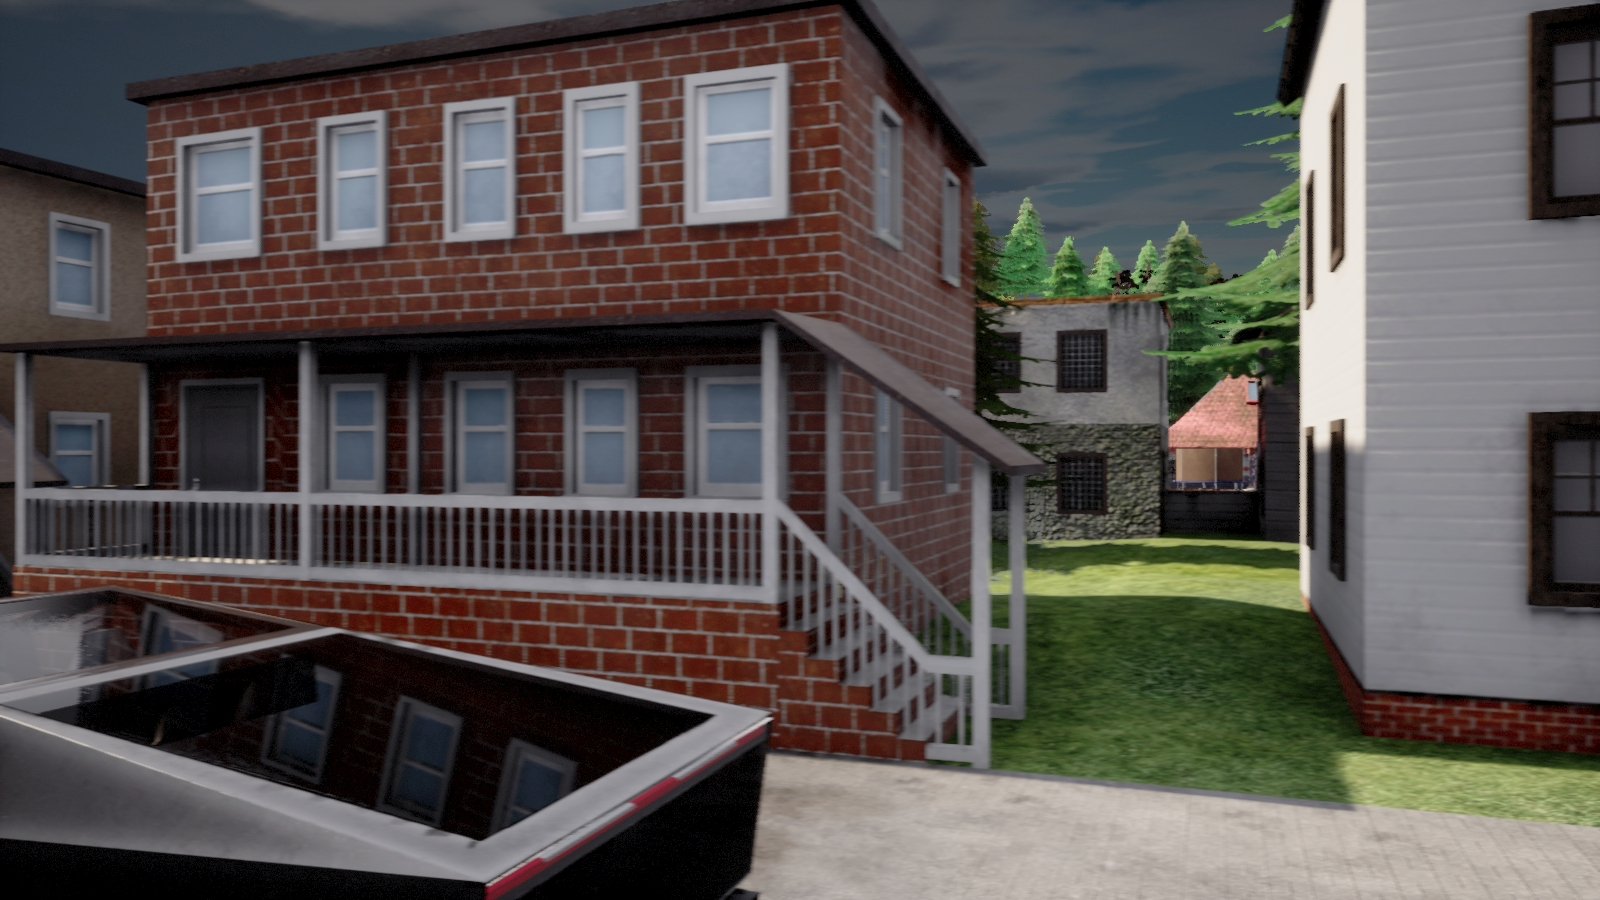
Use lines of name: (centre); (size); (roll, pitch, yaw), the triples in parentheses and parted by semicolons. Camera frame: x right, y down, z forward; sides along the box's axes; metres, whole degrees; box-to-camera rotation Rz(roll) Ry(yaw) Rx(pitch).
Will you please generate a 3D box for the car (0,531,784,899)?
car: (-3.427, 1.534, 5.077); (6.274, 2.098, 2.390); (0, 0, 20)
